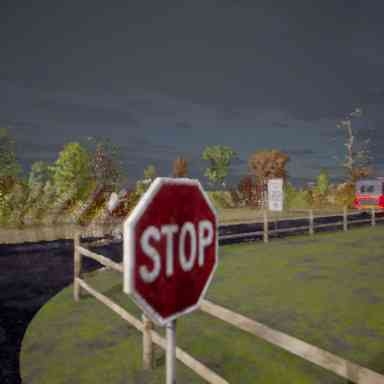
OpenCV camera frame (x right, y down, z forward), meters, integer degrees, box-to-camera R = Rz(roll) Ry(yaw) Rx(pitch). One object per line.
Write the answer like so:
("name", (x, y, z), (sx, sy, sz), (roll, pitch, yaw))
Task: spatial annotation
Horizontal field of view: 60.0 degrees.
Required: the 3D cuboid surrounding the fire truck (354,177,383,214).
("fire truck", (20.716, 0.418, 35.615), (8.468, 3.827, 2.891), (0, 0, -38))
